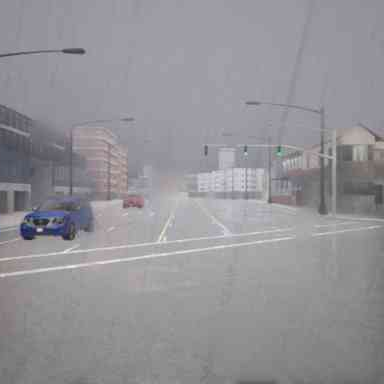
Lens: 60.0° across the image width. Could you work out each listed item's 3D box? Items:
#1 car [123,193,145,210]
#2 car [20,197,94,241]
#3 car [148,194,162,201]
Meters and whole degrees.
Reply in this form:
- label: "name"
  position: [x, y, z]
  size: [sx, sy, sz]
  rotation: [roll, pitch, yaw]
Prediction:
- label: "car"
  position: [-7.331, 1.132, 42.292]
  size: [2.150, 2.045, 5.566]
  rotation: [0, 1, -1]
- label: "car"
  position: [-6.731, 1.302, 17.325]
  size: [2.150, 2.045, 5.566]
  rotation: [0, 0, -1]
- label: "car"
  position: [-7.952, 1.067, 68.092]
  size: [2.128, 1.511, 4.902]
  rotation: [0, 0, -1]
